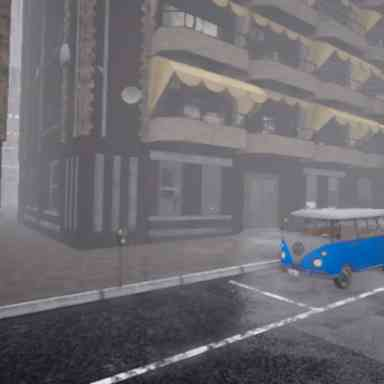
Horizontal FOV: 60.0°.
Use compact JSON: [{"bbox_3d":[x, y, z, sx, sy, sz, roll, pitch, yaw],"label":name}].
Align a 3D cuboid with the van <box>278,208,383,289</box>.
[{"bbox_3d":[4.089,1.355,8.928,3.998,1.788,1.690,0,2,-35],"label":"van"}]
